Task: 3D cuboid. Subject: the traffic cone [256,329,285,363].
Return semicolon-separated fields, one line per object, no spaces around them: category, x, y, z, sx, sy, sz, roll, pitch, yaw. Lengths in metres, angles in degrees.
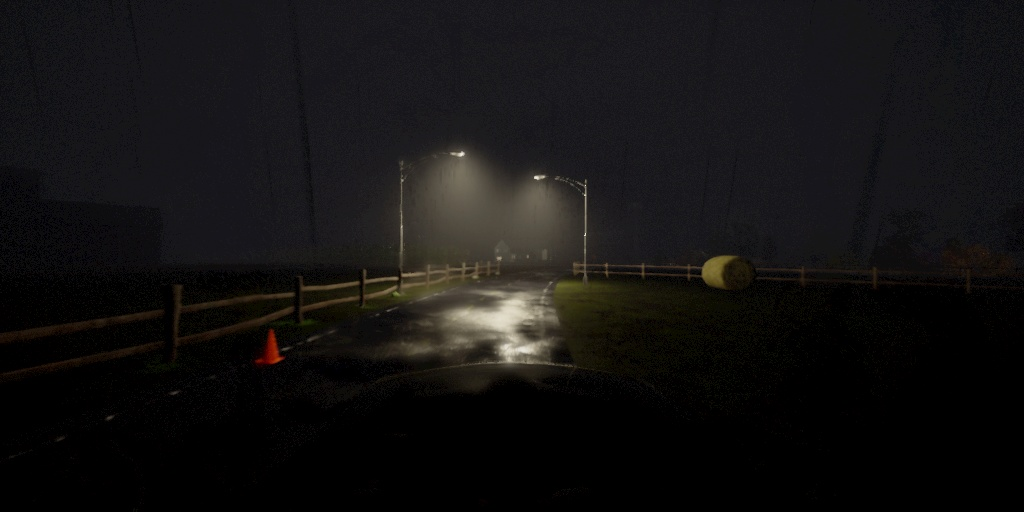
traffic cone;-4.545;1.682;6.762;0.340;0.580;0.340;0;0;2
